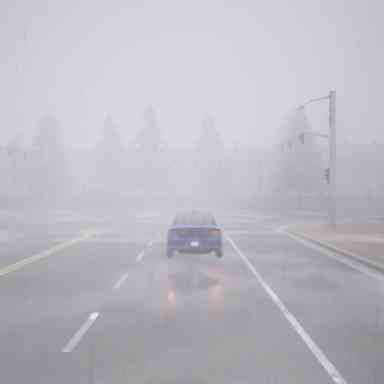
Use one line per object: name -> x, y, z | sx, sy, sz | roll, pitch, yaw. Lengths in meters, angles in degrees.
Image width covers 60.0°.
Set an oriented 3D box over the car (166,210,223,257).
car -> 0.084, 1.430, 12.686 | 1.882, 1.535, 5.008 | 0, 0, 0
